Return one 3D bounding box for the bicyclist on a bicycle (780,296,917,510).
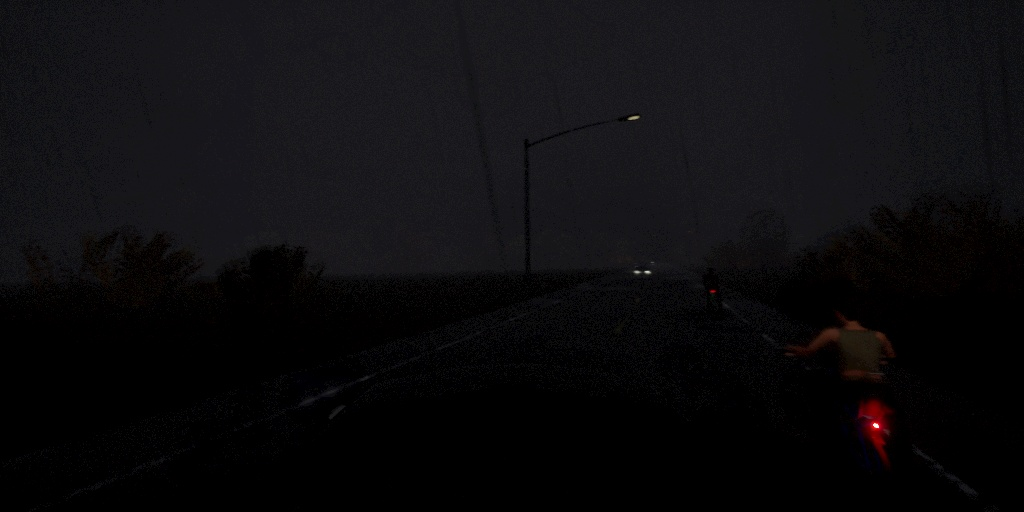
[{"bbox_3d":[3.055,1.169,3.293,0.866,1.612,1.509,-1,-1,24],"label":"bicyclist on a bicycle"}]

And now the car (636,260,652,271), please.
[{"bbox_3d":[21.364,1.639,58.635,1.882,1.535,5.008,-1,-1,23],"label":"car"}]

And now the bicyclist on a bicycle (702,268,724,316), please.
[{"bbox_3d":[7.013,1.245,12.603,0.582,1.620,1.656,-1,-1,23],"label":"bicyclist on a bicycle"}]
